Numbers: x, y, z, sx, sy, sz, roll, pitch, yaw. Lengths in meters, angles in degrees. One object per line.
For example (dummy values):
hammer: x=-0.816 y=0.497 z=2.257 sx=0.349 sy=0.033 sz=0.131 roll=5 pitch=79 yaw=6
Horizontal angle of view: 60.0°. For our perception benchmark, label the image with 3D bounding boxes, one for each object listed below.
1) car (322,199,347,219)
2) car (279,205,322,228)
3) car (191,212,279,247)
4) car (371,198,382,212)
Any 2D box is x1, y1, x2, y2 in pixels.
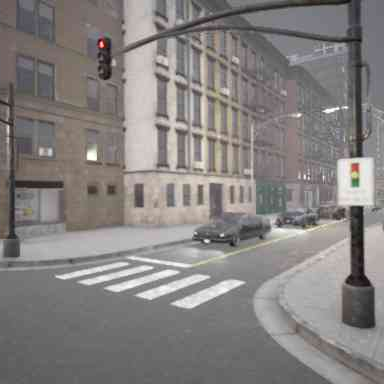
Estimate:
car: x=13.517 y=1.618 z=32.260 sx=2.097 sy=1.767 sz=4.553 roll=-1 pitch=-1 yaw=35
car: x=7.608 y=1.778 z=23.969 sx=1.994 sy=1.385 sz=4.181 roll=-1 pitch=-1 yaw=36
car: x=2.159 y=1.715 z=16.325 sx=2.033 sy=1.411 sz=5.357 roll=-1 pitch=-1 yaw=35
car: x=24.361 y=1.528 z=42.432 sx=2.150 sy=2.045 sz=5.566 roll=-1 pitch=-1 yaw=36
